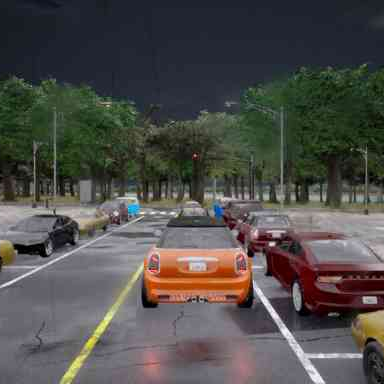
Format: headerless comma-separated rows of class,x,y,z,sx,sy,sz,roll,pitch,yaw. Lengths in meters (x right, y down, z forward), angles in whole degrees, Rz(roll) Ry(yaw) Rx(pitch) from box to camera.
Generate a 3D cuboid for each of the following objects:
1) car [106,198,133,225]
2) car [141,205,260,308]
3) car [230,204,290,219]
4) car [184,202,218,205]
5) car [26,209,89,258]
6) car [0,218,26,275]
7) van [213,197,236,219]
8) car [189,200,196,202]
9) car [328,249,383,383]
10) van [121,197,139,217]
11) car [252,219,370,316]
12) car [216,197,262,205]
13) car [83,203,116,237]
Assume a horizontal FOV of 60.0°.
car,-5.743,1.443,23.719,1.967,1.590,4.097,0,0,0
car,0.106,1.352,8.071,2.097,1.767,4.553,0,0,0
car,2.772,1.441,12.836,1.967,1.590,4.097,0,0,0
car,0.113,1.493,17.285,2.128,1.511,4.902,0,0,0
car,-5.753,1.567,12.844,1.947,1.339,4.313,0,0,0
car,-5.758,1.525,7.237,1.752,1.417,4.829,0,0,0
van,2.787,1.346,29.149,1.690,1.788,3.998,0,0,0
car,0.022,1.460,27.230,1.801,1.575,5.366,0,0,1
car,2.762,1.525,2.131,1.752,1.417,4.829,0,0,0
van,-5.738,1.346,29.157,1.690,1.788,3.998,0,0,0
car,2.767,1.545,7.399,1.887,1.381,4.507,0,0,0
car,2.777,1.317,18.274,2.192,1.841,5.009,0,0,0
car,-5.748,1.527,18.112,1.752,1.417,4.829,0,0,0
